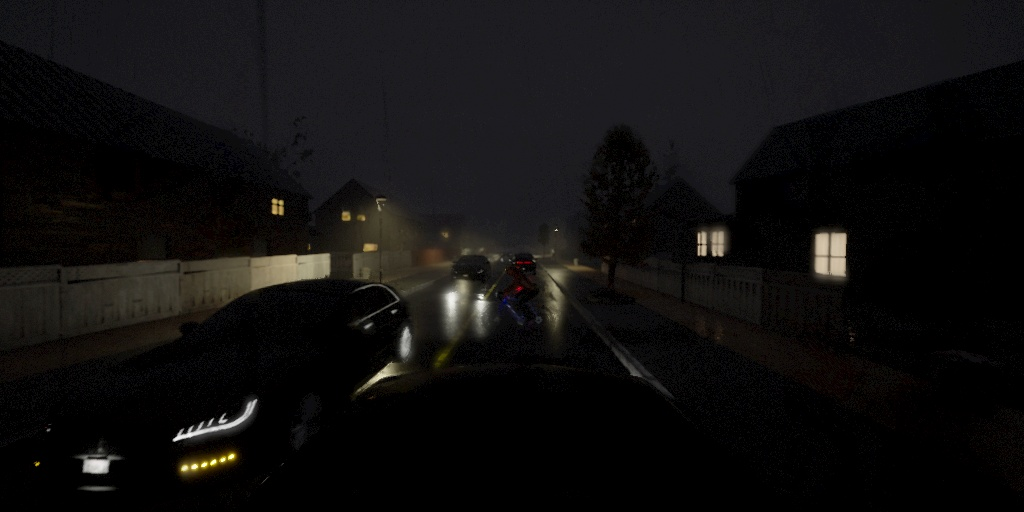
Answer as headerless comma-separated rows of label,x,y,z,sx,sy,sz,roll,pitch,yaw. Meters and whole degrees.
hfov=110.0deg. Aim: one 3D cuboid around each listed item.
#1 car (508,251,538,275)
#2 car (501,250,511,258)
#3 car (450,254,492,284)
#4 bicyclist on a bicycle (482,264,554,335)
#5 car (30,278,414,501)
car,0.873,0.549,26.922,1.837,1.490,4.892,1,2,2
car,-0.875,-0.391,61.254,2.033,1.411,5.357,1,2,2
car,-2.267,0.655,20.825,1.882,1.535,5.008,1,2,2
bicyclist on a bicycle,0.139,1.003,8.205,1.656,1.620,0.582,0,2,2
car,-2.785,1.128,4.891,1.837,1.490,4.892,1,2,2
